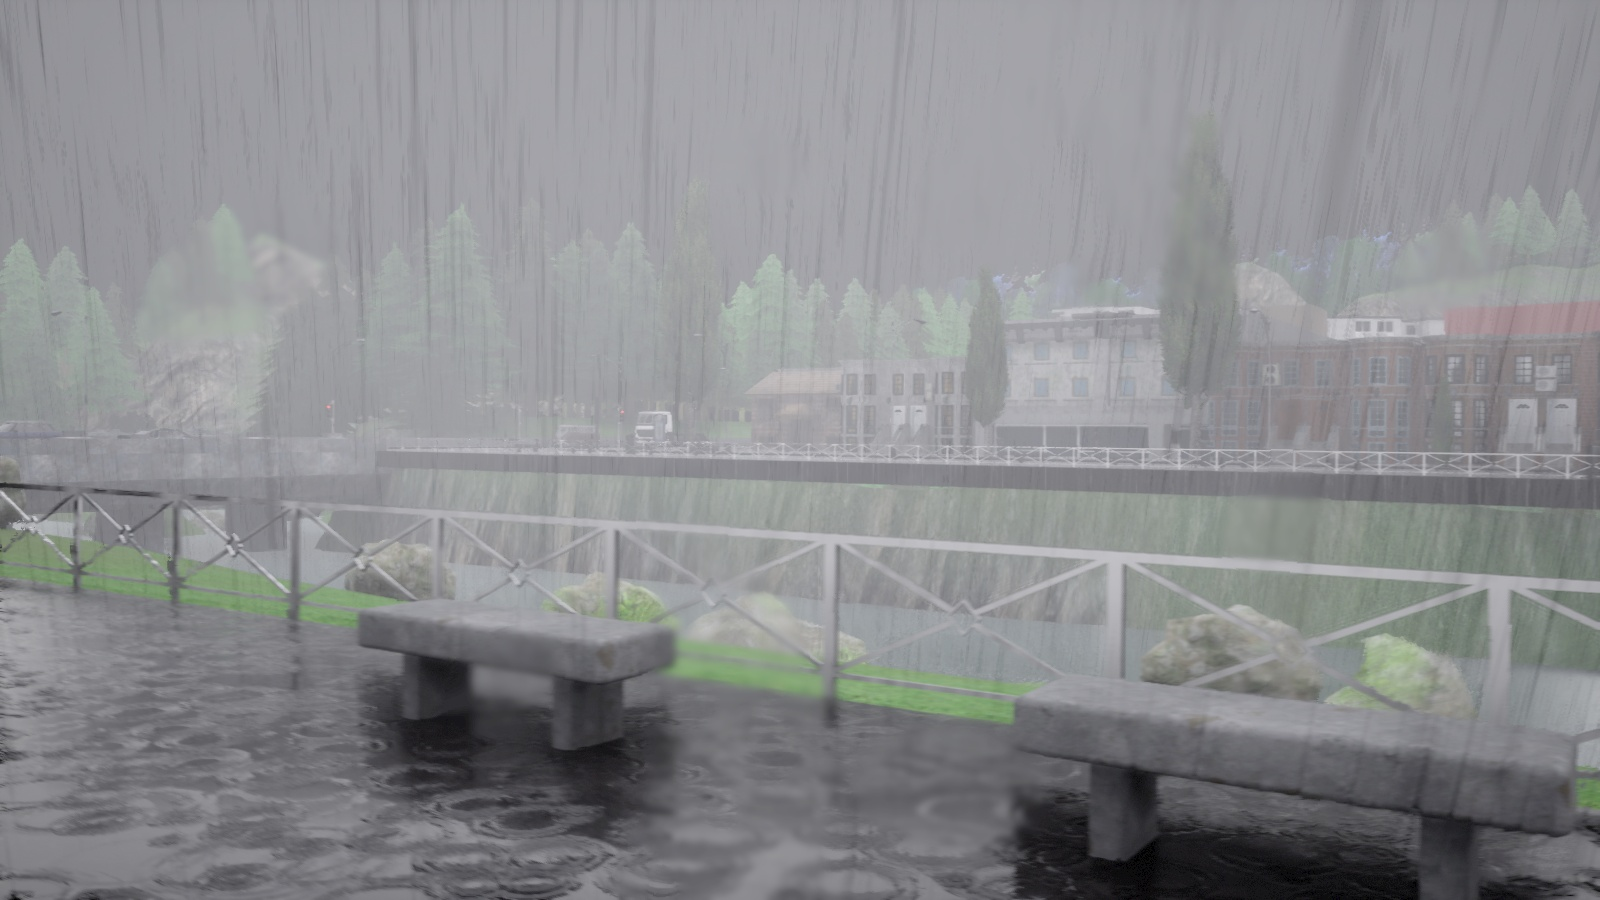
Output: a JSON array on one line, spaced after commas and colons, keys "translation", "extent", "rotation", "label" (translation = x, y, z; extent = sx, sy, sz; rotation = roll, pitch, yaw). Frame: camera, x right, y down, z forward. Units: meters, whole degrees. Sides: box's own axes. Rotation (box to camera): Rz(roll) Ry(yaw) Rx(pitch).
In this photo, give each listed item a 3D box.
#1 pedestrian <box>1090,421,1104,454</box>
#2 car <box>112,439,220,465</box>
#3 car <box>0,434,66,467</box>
[{"translation": [17.427, -0.727, 73.723], "extent": [0.666, 1.930, 0.402], "rotation": [0, 1, 35], "label": "pedestrian"}, {"translation": [-37.288, 0.108, 73.947], "extent": [2.033, 1.411, 5.357], "rotation": [0, 1, 34], "label": "car"}, {"translation": [-44.250, 0.026, 70.698], "extent": [2.097, 1.767, 4.553], "rotation": [0, 1, 34], "label": "car"}]
